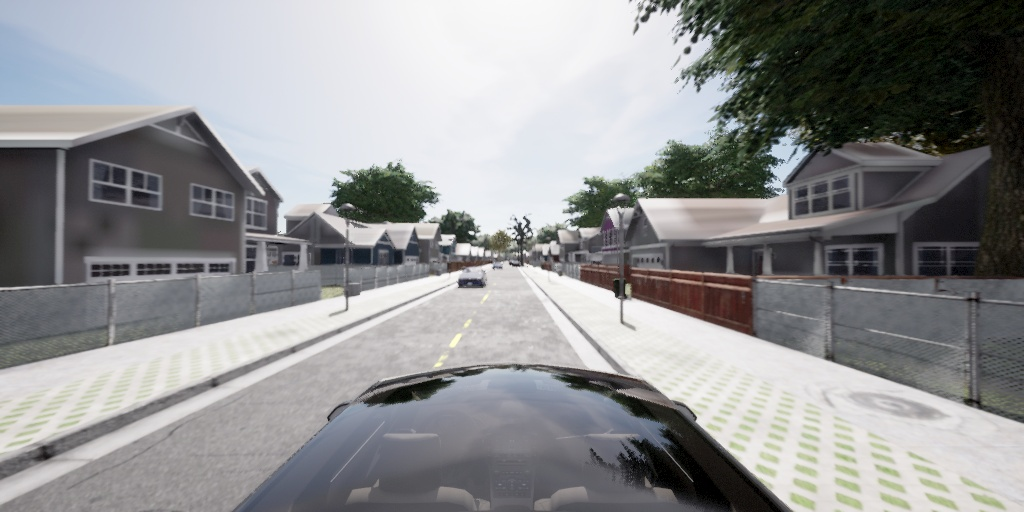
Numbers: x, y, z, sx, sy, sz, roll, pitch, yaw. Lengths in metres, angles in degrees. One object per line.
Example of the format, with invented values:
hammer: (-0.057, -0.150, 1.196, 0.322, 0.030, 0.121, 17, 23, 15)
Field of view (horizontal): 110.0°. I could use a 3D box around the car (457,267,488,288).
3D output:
car: (-2.846, 1.536, 26.874, 2.033, 1.411, 5.357, 0, -1, 0)
